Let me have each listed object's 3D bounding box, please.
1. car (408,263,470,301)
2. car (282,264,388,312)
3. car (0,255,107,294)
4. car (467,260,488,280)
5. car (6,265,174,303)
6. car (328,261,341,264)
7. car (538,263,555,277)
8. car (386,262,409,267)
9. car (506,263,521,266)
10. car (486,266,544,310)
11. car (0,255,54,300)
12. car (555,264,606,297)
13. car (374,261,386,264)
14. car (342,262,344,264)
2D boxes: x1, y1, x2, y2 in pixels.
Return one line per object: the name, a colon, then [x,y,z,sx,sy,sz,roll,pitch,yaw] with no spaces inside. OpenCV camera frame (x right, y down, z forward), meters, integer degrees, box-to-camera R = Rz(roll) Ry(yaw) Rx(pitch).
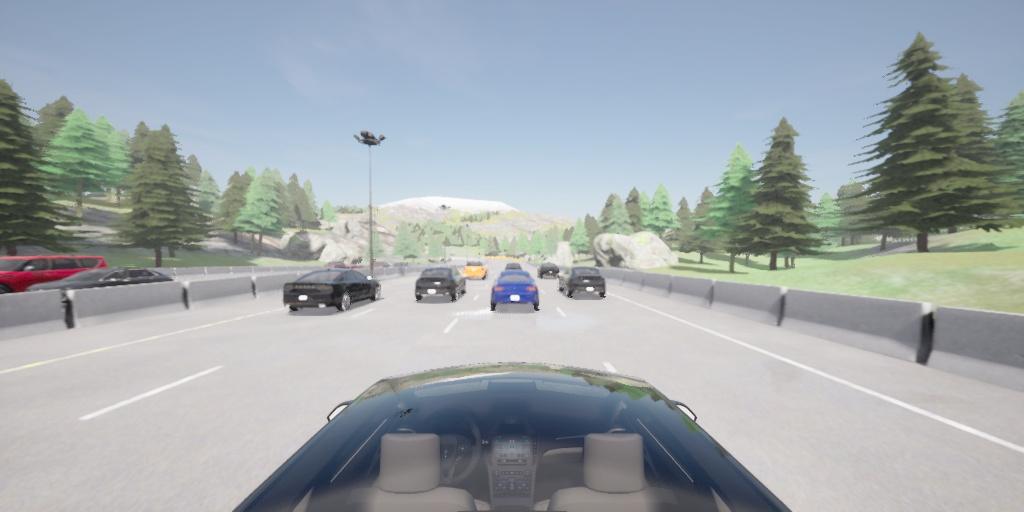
car: [-3.395,1.279,17.631,1.837,1.490,4.892,0,0,0]
car: [-6.896,1.238,14.318,1.882,1.535,5.008,0,0,0]
car: [-21.093,0.984,15.676,2.150,2.045,5.566,0,0,0]
car: [-3.388,1.255,33.822,2.097,1.767,4.553,0,-1,0]
car: [-17.593,1.268,15.633,1.837,1.490,4.892,0,0,0]
car: [-28.008,1.606,56.464,2.097,1.767,4.553,0,-1,1]
car: [3.615,1.409,36.133,1.882,1.535,5.008,0,-1,0]
car: [-17.523,1.755,56.169,1.837,1.490,4.892,0,-1,1]
car: [0.114,1.421,34.893,1.837,1.490,4.892,0,-1,0]
car: [0.104,1.289,14.680,1.812,1.442,4.674,0,0,0]
car: [-24.593,0.983,15.615,2.150,2.045,5.566,0,0,0]
car: [3.606,1.287,18.962,1.837,1.490,4.892,0,0,0]
car: [-21.011,1.619,57.082,2.097,1.767,4.553,0,-1,1]
car: [-24.503,1.863,56.857,1.895,1.301,4.718,0,-1,1]
